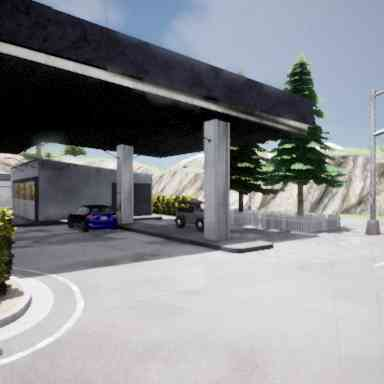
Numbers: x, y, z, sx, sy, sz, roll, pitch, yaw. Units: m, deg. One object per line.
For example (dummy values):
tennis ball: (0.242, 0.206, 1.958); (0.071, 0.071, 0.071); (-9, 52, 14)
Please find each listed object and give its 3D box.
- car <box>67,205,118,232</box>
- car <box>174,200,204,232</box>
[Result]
car: (-6.675, 1.665, 22.129); (2.242, 1.667, 4.611); (0, 0, -37)
car: (0.455, 1.493, 21.989); (1.905, 1.878, 3.866); (0, 0, -36)
